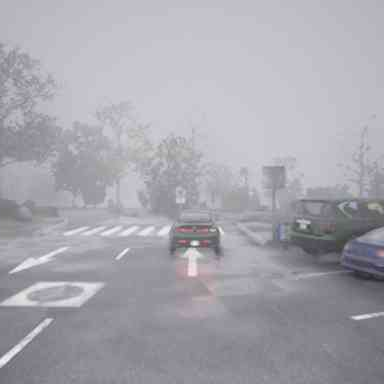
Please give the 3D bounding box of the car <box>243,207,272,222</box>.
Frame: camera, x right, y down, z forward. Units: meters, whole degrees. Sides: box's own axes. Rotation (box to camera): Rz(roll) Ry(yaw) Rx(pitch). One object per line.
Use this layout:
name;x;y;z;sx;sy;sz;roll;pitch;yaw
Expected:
car;6.962;1.927;29.127;4.718;1.301;1.895;0;0;-10

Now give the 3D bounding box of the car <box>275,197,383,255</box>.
car;6.026;1.218;11.440;5.566;2.045;2.435;1;0;-20

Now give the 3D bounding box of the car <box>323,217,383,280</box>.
car;6.000;1.514;8.464;4.674;1.452;2.002;1;0;-20

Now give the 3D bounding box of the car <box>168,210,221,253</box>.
car;0.097;1.482;13.494;1.837;1.490;4.892;0;0;0
